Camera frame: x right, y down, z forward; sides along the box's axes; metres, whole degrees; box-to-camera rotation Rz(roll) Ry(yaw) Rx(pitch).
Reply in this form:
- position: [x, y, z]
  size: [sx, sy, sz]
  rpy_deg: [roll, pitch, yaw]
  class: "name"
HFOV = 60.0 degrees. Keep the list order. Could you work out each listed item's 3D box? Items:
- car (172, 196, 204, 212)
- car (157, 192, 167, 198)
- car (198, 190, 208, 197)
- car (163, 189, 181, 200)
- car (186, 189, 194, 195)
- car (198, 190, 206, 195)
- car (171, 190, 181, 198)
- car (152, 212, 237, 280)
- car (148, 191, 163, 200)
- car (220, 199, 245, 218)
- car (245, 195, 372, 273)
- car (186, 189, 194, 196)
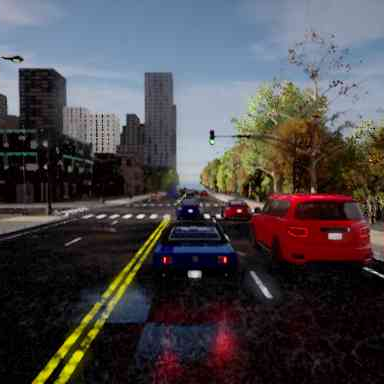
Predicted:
- position: [-0.290, 1.235, 24.667]
  size: [1.994, 1.385, 4.181]
  rpy_deg: [0, 1, -5]
  class: "car"
- position: [-6.897, 0.568, 76.414]
  size: [1.895, 1.301, 4.718]
  rpy_deg: [0, 1, 0]
  class: "car"
- position: [2.827, 0.258, 81.138]
  size: [2.097, 1.767, 4.553]
  rpy_deg: [0, 1, 0]
  class: "car"
- position: [-3.606, 0.396, 61.389]
  size: [2.150, 2.045, 5.566]
  rpy_deg: [0, 1, 0]
  class: "car"
- position: [-0.475, -0.039, 91.120]
  size: [2.097, 1.767, 4.553]
  rpy_deg: [0, 1, 0]
  class: "car"
- position: [2.775, 0.131, 91.169]
  size: [2.128, 1.511, 4.902]
  rpy_deg: [0, 1, 0]
  class: "car"
- position: [-3.650, 0.323, 76.804]
  size: [2.097, 1.767, 4.553]
  rpy_deg: [0, 1, 0]
  class: "car"
- position: [0.053, 1.473, 9.468]
  size: [1.895, 1.301, 4.718]
  rpy_deg: [0, 1, 0]
  class: "car"
- position: [-6.860, 0.528, 61.383]
  size: [2.097, 1.767, 4.553]
  rpy_deg: [0, 1, 0]
  class: "car"
- position: [3.222, 1.235, 24.641]
  size: [1.994, 1.385, 4.181]
  rpy_deg: [0, 1, 0]
  class: "car"
- position: [3.297, 1.082, 10.368]
  size: [2.150, 2.045, 5.566]
  rpy_deg: [0, 1, 0]
  class: "car"
- position: [-0.422, 0.447, 80.737]
  size: [2.033, 1.411, 5.357]
  rpy_deg: [0, 1, 0]
  class: "car"
